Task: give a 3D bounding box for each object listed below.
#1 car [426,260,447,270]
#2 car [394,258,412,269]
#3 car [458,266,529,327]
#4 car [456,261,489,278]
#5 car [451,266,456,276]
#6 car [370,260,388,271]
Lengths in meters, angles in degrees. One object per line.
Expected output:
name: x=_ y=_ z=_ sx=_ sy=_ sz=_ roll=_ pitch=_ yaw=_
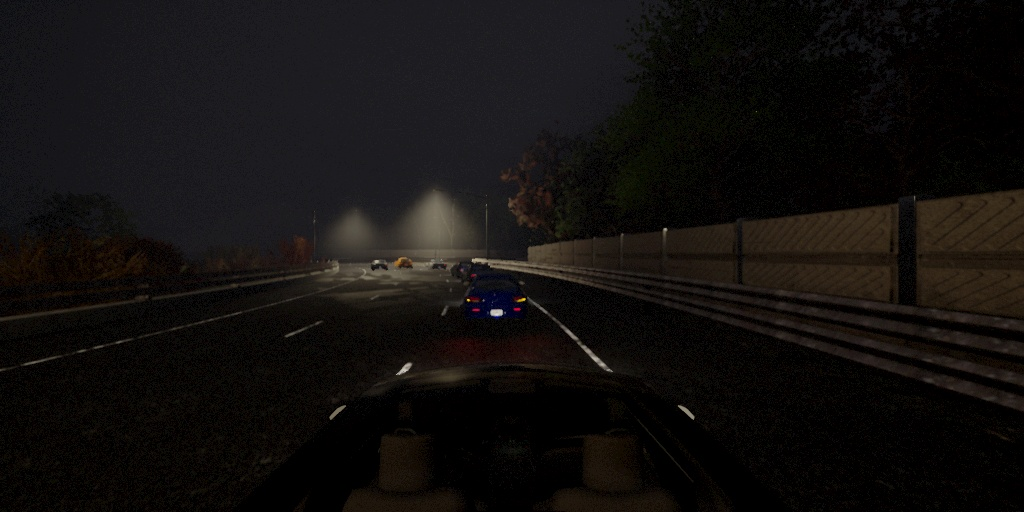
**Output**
car: x=-10.126 y=1.146 z=47.612 sx=1.895 sy=1.301 sz=4.718 roll=0 pitch=0 yaw=-24
car: x=-15.256 y=1.014 z=50.214 sx=1.882 sy=1.535 sz=5.008 roll=0 pitch=0 yaw=-26
car: x=-0.557 y=1.232 z=11.263 sx=1.812 sy=1.442 sz=4.674 roll=0 pitch=0 yaw=-4
car: x=-2.220 y=1.199 z=23.439 sx=2.033 sy=1.411 sz=5.357 roll=0 pitch=0 yaw=-14
car: x=-4.205 y=1.163 z=31.610 sx=2.033 sy=1.411 sz=5.357 roll=0 pitch=0 yaw=-17
car: x=-17.197 y=1.156 z=46.253 sx=1.895 sy=1.301 sz=4.718 roll=0 pitch=0 yaw=-24
